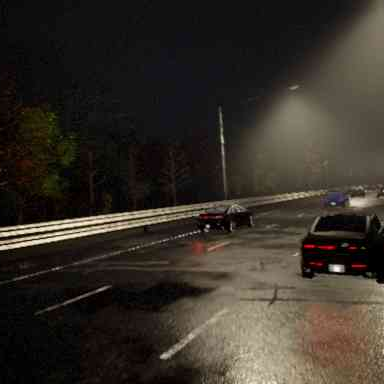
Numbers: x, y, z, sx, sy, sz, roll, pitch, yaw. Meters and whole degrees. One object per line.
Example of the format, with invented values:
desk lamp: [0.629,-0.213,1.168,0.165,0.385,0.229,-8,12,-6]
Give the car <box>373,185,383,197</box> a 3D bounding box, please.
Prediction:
car: [28.802,-0.001,49.864,2.033,1.411,5.357,-4,0,31]

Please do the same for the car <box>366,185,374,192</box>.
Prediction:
car: [45.289,-0.836,84.078,1.837,1.490,4.892,-4,0,31]

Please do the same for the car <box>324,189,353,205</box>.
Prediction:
car: [13.802,0.799,31.701,1.812,1.442,4.674,-4,0,31]

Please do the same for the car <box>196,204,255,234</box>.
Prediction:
car: [2.036,1.441,18.905,2.128,1.511,4.902,-4,0,31]

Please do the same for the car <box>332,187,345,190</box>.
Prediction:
car: [22.887,0.347,53.598,1.837,1.490,4.892,-4,0,31]

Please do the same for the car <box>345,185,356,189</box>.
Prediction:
car: [31.957,-0.263,68.702,2.097,1.767,4.553,-4,0,31]

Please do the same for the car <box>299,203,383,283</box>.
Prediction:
car: [4.245,1.275,9.019,1.837,1.490,4.892,-4,0,31]

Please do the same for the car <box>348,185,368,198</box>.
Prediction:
car: [25.853,0.172,51.747,1.812,1.442,4.674,-4,0,31]
